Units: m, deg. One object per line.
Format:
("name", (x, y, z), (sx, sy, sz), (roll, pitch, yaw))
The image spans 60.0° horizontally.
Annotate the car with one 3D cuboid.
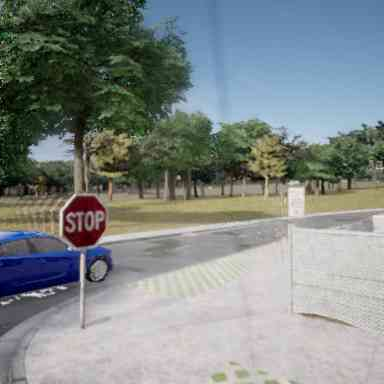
("car", (-4.259, 1.733, 8.486), (1.882, 1.535, 5.008), (0, -2, 34))
